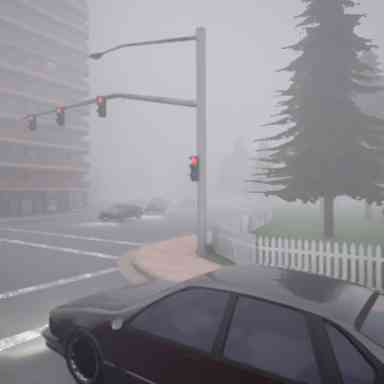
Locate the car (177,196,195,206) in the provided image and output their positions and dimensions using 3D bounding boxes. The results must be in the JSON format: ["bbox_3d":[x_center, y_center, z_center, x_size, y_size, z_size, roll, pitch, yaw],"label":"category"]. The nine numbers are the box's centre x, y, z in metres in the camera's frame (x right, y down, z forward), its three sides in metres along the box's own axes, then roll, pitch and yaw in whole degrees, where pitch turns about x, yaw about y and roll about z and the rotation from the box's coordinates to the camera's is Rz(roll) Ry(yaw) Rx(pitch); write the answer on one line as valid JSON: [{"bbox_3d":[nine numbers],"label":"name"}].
[{"bbox_3d":[-1.110,1.561,58.746,2.097,1.767,4.553,0,0,-23],"label":"car"}]

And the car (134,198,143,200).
[{"bbox_3d":[-7.974,1.843,57.174,1.895,1.301,4.718,0,0,-25],"label":"car"}]

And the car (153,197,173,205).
[{"bbox_3d":[-5.949,1.800,67.459,1.812,1.442,4.674,0,0,-39],"label":"car"}]

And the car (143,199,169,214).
[{"bbox_3d":[-4.189,1.735,37.711,1.895,1.301,4.718,0,0,3],"label":"car"}]

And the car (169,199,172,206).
[{"bbox_3d":[-5.581,1.766,60.080,1.812,1.442,4.674,0,0,-28],"label":"car"}]

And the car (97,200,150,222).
[{"bbox_3d":[-5.849,1.650,28.218,2.033,1.411,5.357,0,0,17],"label":"car"}]

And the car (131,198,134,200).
[{"bbox_3d":[-11.399,1.865,68.580,4.181,1.385,1.994,-1,0,44],"label":"car"}]

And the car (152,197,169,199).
[{"bbox_3d":[-4.942,1.533,47.498,2.097,1.767,4.553,0,0,-13],"label":"car"}]

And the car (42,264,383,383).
[{"bbox_3d":[0.601,1.559,3.554,5.357,1.411,2.033,0,0,36],"label":"car"}]
